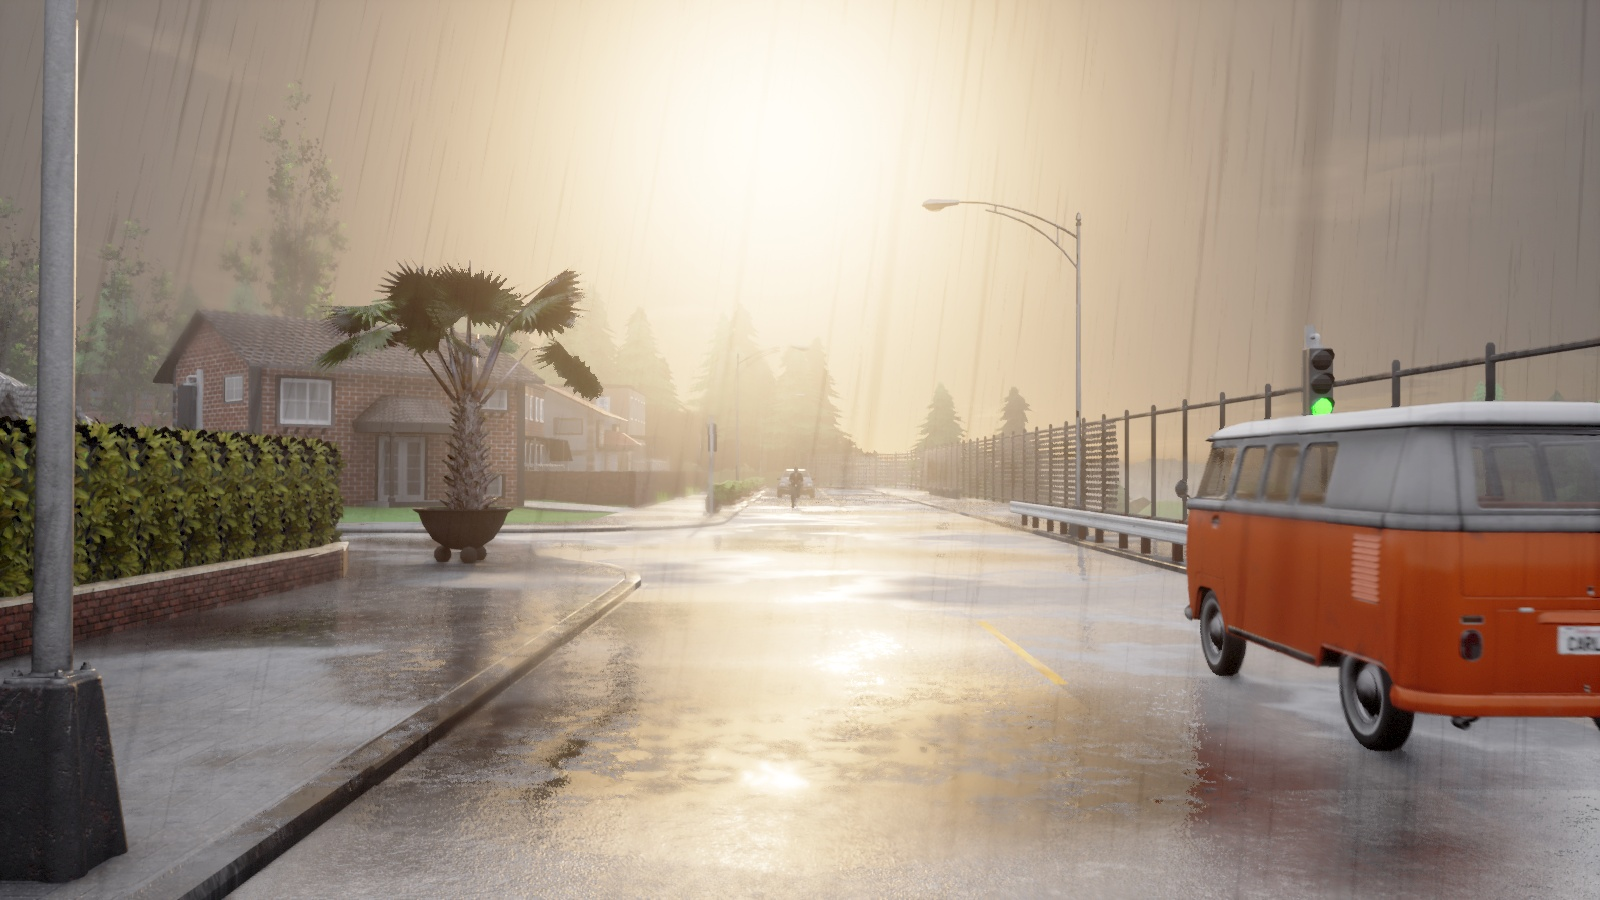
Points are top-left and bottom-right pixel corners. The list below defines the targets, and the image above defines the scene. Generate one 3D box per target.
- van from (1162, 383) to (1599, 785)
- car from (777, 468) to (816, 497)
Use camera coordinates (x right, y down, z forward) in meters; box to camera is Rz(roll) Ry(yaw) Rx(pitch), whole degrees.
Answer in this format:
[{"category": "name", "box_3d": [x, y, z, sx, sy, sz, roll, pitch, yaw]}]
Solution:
[{"category": "van", "box_3d": [3.976, 0.694, 8.449, 1.775, 1.987, 4.442, 0, -1, 0]}, {"category": "car", "box_3d": [-0.219, 1.895, 73.721, 2.242, 1.667, 4.611, 0, -1, 0]}]
